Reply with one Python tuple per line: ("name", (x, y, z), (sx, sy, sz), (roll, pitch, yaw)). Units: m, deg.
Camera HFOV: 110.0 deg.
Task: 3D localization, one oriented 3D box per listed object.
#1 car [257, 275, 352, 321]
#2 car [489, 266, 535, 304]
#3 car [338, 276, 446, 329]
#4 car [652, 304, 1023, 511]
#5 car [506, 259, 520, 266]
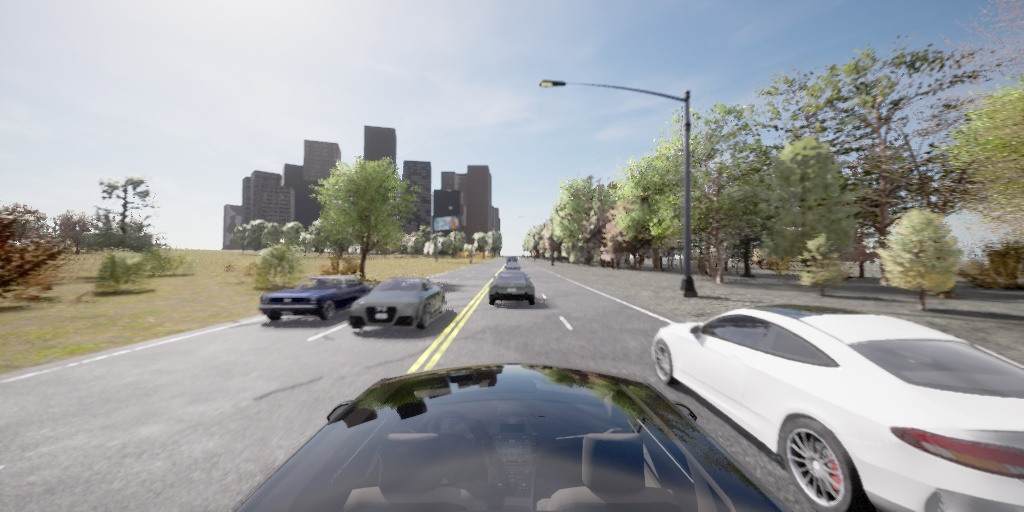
("car", (-6.594, 1.380, 12.735), (1.895, 1.301, 4.718), (0, 0, 0))
("car", (-0.008, 1.355, 16.616), (1.994, 1.385, 4.181), (0, 0, 0))
("car", (-3.344, 1.340, 11.155), (1.994, 1.385, 4.181), (0, 0, 0))
("car", (3.252, 1.280, 4.101), (1.812, 1.442, 4.674), (0, 0, 0))
("car", (0.088, 1.370, 39.954), (2.033, 1.411, 5.357), (0, 0, 0))
